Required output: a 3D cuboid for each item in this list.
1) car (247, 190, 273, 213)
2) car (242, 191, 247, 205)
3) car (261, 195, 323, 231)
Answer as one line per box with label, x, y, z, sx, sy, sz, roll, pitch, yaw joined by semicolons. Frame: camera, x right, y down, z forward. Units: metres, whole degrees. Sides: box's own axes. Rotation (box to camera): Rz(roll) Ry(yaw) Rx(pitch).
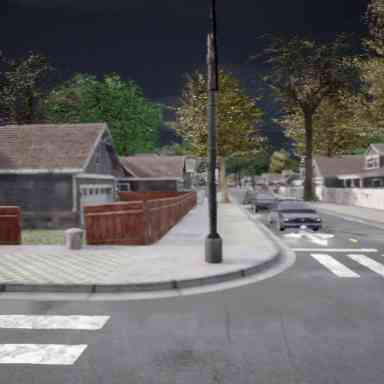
car;5.859;0.791;27.136;1.882;1.535;5.008;0;1;5
car;6.650;0.592;37.251;1.837;1.490;4.892;0;1;5
car;5.085;1.086;17.214;2.033;1.411;5.357;0;1;5
